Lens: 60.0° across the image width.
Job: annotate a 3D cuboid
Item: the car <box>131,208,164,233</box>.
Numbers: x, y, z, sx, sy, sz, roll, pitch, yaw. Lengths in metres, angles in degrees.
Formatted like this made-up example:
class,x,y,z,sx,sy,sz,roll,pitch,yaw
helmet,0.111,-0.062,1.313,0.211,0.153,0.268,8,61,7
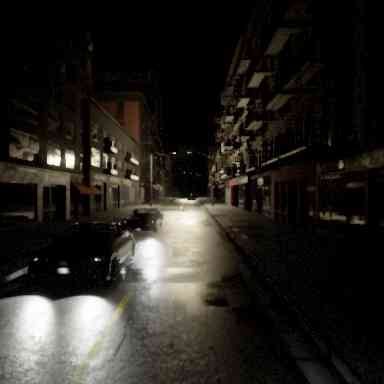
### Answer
class,x,y,z,sx,sy,sz,roll,pitch,yaw
car,-2.779,1.641,19.560,1.895,1.301,4.718,0,0,0

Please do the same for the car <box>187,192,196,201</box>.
class,x,y,z,sx,sy,sz,roll,pitch,yaw
car,-0.122,1.301,80.381,2.128,1.511,4.902,0,0,0

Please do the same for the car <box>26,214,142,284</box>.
class,x,y,z,sx,sy,sz,roll,pitch,yaw
car,-2.849,1.559,9.415,1.994,1.385,4.181,0,0,1
